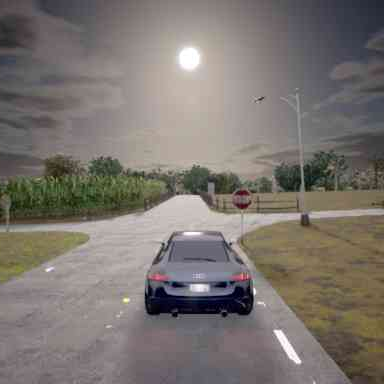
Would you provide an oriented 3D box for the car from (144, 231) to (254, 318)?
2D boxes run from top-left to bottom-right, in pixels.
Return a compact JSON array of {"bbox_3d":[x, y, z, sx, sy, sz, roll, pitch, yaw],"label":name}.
[{"bbox_3d":[0.116,1.557,7.542,1.994,1.385,4.181,0,0,0],"label":"car"}]
